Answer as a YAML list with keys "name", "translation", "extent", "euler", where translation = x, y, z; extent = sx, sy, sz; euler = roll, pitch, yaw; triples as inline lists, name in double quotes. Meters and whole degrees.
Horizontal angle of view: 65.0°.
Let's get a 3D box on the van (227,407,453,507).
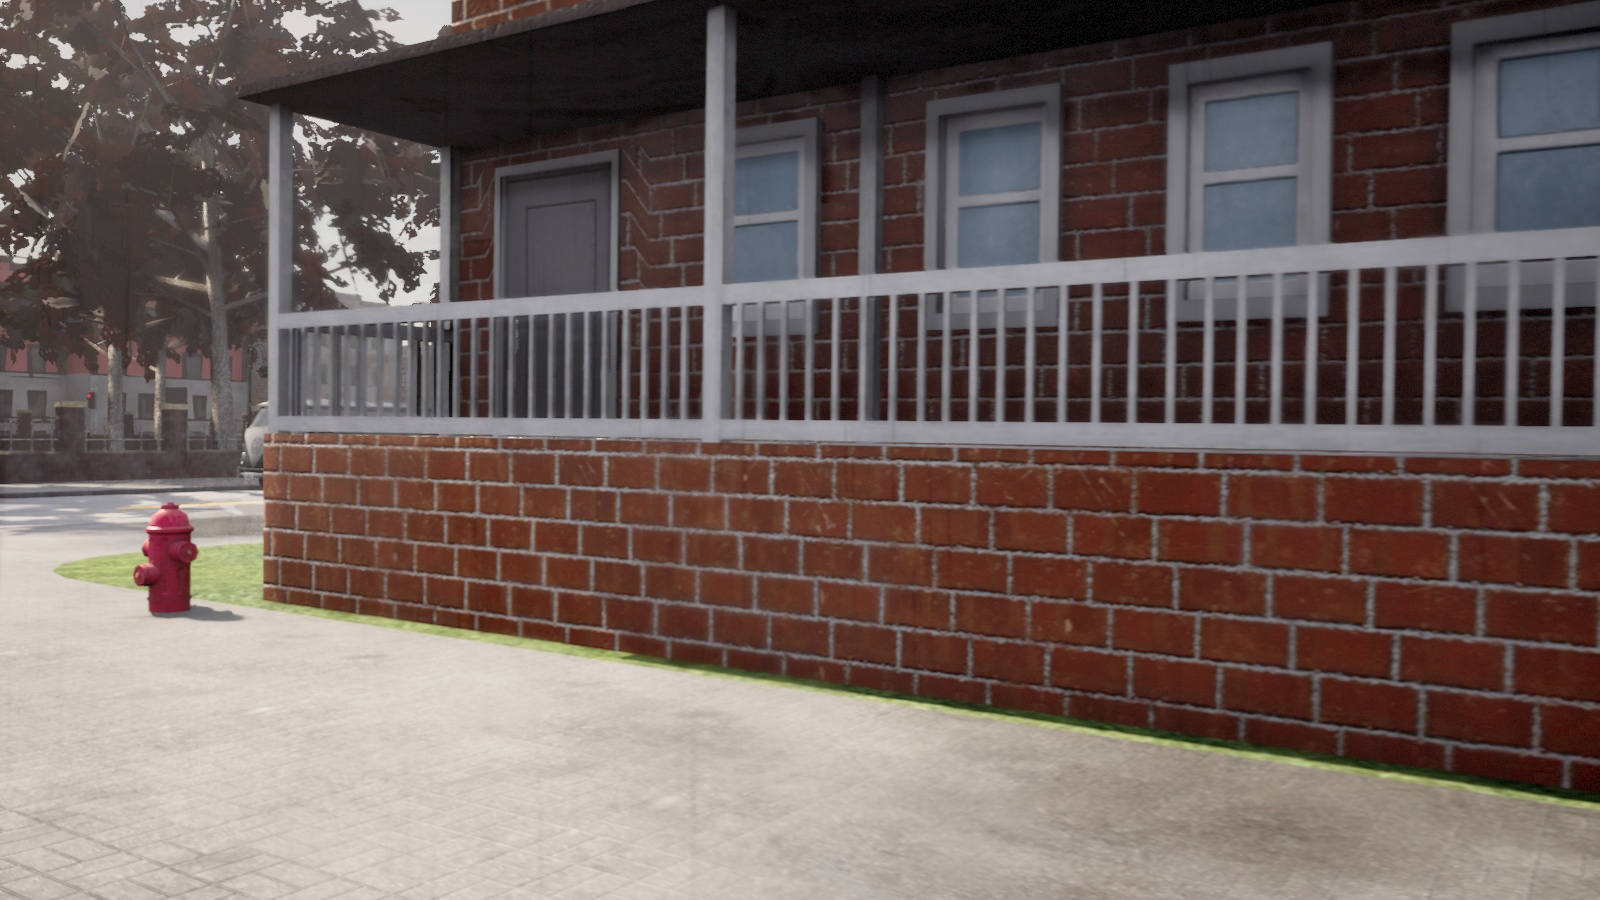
- name: "van"
  translation: [-9.815, 0.097, 27.160]
  extent: [1.775, 1.987, 4.442]
  euler: [0, 1, 31]
